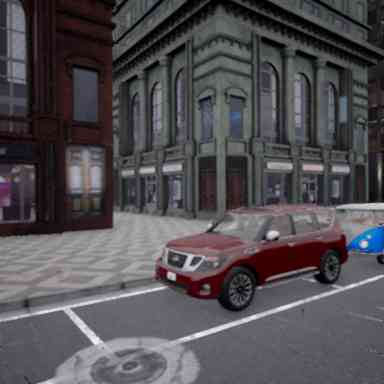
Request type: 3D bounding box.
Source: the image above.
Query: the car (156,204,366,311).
[{"bbox_3d":[1.658,1.274,7.833,5.009,1.841,2.192,-1,0,-35],"label":"car"}]

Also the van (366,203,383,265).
[{"bbox_3d":[6.247,1.260,11.105,3.998,1.788,1.690,-1,0,-35],"label":"van"}]
